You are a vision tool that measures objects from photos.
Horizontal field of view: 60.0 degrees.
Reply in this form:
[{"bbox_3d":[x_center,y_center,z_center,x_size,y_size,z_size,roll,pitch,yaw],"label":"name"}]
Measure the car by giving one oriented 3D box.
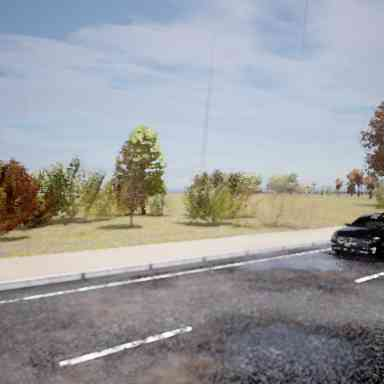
[{"bbox_3d":[7.350,1.602,12.936,4.892,1.490,1.837,1,0,-36],"label":"car"}]
